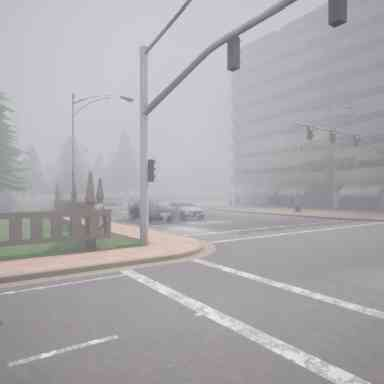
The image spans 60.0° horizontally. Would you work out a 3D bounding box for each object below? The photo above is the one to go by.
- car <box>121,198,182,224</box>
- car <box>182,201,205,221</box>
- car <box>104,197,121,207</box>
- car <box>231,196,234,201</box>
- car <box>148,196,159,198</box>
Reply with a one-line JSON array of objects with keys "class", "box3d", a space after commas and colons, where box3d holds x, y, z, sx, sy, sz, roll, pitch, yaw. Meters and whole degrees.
[{"class": "car", "box3d": [-3.078, 1.436, 24.267, 2.128, 1.511, 4.902, 0, 0, -32]}, {"class": "car", "box3d": [-0.803, 1.470, 27.139, 1.812, 1.442, 4.674, 0, 0, -32]}, {"class": "car", "box3d": [-11.696, 1.492, 49.278, 2.033, 1.411, 5.357, 0, 0, -1]}, {"class": "car", "box3d": [11.470, 1.459, 81.129, 4.674, 1.442, 1.812, 0, 0, -35]}, {"class": "car", "box3d": [-7.114, 1.460, 60.443, 1.882, 1.535, 5.008, 0, 0, 14]}]
